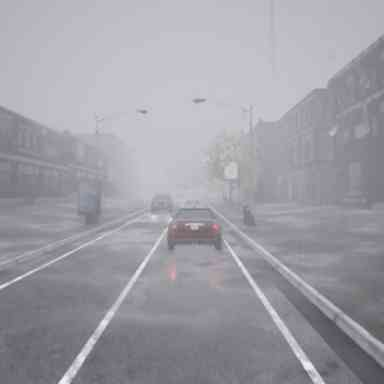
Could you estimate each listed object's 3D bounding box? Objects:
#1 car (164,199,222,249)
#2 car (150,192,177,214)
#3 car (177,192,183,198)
[{"bbox_3d":[0.101,1.351,14.581,2.097,1.767,4.553,0,0,0],"label":"car"},{"bbox_3d":[-3.093,1.170,35.535,2.150,2.045,5.566,0,0,0],"label":"car"},{"bbox_3d":[-2.997,0.776,76.091,1.837,1.490,4.892,0,1,0],"label":"car"}]
